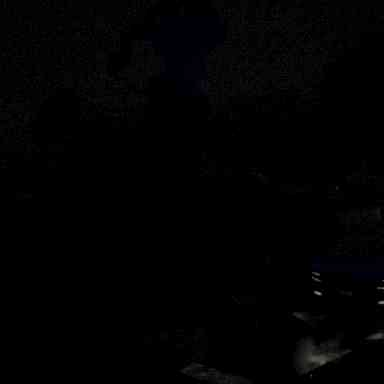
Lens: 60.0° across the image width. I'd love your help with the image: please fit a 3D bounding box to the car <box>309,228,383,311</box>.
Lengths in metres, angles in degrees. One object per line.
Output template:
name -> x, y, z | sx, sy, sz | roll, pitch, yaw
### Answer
car -> 4.583, 1.730, 8.381 | 1.882, 1.535, 5.008 | -4, -3, 40
